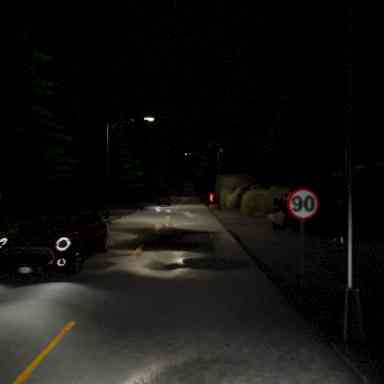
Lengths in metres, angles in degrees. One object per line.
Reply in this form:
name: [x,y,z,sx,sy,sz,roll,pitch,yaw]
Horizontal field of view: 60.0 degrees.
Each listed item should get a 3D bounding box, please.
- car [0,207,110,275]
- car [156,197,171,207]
car: [-4.099,1.325,10.418,2.097,1.767,4.553,0,0,0]
car: [-4.033,1.396,48.404,1.812,1.442,4.674,0,0,0]
